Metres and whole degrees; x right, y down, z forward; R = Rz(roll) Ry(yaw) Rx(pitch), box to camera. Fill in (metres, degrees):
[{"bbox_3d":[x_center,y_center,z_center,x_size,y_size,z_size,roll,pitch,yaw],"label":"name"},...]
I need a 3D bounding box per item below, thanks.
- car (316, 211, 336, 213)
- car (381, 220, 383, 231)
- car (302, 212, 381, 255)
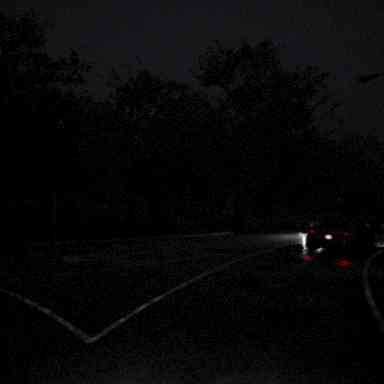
[{"bbox_3d":[9.526,2.079,23.423,2.128,1.511,4.902,0,-3,44],"label":"car"},{"bbox_3d":[15.490,2.697,29.549,2.033,1.411,5.357,0,-4,44],"label":"car"},{"bbox_3d":[6.612,1.793,14.543,1.994,1.385,4.181,0,-2,39],"label":"car"}]
